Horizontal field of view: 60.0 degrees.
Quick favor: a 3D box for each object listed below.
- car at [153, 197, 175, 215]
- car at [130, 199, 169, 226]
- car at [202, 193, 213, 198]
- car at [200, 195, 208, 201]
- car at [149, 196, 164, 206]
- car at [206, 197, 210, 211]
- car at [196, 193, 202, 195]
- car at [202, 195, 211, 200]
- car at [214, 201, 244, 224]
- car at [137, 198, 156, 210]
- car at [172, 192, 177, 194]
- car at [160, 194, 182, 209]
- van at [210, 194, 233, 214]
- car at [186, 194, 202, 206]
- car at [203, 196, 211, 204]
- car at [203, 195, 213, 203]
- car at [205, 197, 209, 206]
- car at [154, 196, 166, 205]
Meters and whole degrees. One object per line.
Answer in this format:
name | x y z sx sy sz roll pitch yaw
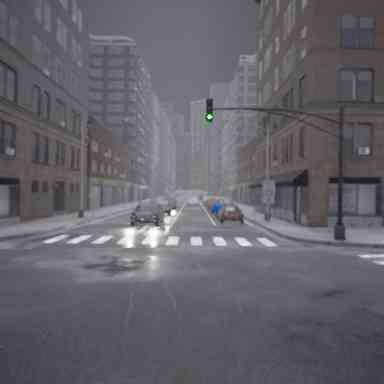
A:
car | -2.952 1.484 32.877 1.812 1.442 4.674 1 0 0
car | -2.977 1.461 22.972 1.837 1.490 4.892 1 0 2
car | 3.331 1.199 65.216 2.150 2.045 5.566 1 0 0
car | 3.037 1.451 86.111 1.947 1.339 4.313 1 0 0
car | -5.572 1.437 52.823 2.008 1.369 4.403 1 0 0
car | 2.908 1.597 36.137 1.887 1.381 4.507 1 0 0
car | 0.216 1.428 63.458 2.128 1.511 4.902 1 0 0
car | 2.952 1.604 52.799 1.802 1.307 4.206 1 0 0
car | 2.881 1.632 25.033 1.802 1.307 4.206 1 0 0
car | -5.603 1.496 41.717 1.802 1.307 4.206 1 0 0
car | -5.488 1.295 86.140 1.887 1.381 4.507 1 0 0
car | -2.883 1.446 43.268 2.128 1.511 4.902 1 0 1
van | 2.897 1.392 30.586 1.690 1.788 3.998 1 0 0
car | 0.191 1.501 53.456 1.812 1.442 4.674 1 0 0
car | 2.938 1.621 47.243 1.802 1.307 4.206 1 0 0
car | 3.378 1.429 72.187 1.882 1.535 5.008 1 0 0
car | 2.923 1.632 41.692 1.802 1.307 4.206 1 0 0
car | -5.558 1.446 58.376 1.802 1.307 4.206 1 0 0
